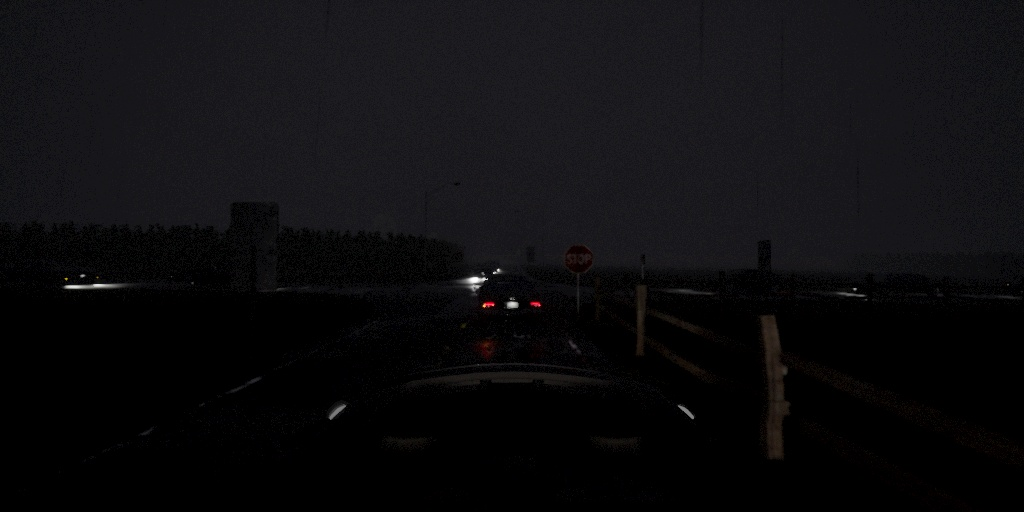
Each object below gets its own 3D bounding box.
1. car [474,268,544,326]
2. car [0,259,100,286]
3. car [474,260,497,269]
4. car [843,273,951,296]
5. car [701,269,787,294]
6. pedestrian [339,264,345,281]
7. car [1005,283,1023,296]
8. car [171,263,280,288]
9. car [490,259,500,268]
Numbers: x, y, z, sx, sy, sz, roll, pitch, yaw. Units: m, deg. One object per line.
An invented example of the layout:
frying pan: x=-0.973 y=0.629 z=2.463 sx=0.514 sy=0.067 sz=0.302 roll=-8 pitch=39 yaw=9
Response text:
car: x=-0.205 y=1.294 z=11.668 sx=2.033 sy=1.411 sz=5.357 roll=0 pitch=0 yaw=-5
car: x=-25.532 y=0.867 z=19.677 sx=4.181 sy=1.385 sz=1.994 roll=1 pitch=0 yaw=0
car: x=-2.858 y=1.340 z=37.077 sx=1.895 sy=1.301 sz=4.718 roll=0 pitch=0 yaw=0
car: x=24.431 y=1.766 z=22.794 sx=5.357 sy=1.411 sz=2.033 roll=1 pitch=0 yaw=0
car: x=14.652 y=1.548 z=22.758 sx=4.892 sy=1.490 sz=1.837 roll=1 pitch=0 yaw=0
pedestrian: x=-12.180 y=1.158 z=25.697 sx=0.375 sy=1.300 sz=0.375 roll=0 pitch=-2 yaw=0
car: x=34.695 y=2.004 z=22.817 sx=4.718 sy=1.301 sz=1.895 roll=1 pitch=0 yaw=0
car: x=-15.557 y=1.080 z=19.674 sx=4.718 sy=1.301 sz=1.895 roll=1 pitch=0 yaw=1
car: x=-2.862 y=1.283 z=46.922 sx=2.033 sy=1.411 sz=5.357 roll=0 pitch=0 yaw=0
